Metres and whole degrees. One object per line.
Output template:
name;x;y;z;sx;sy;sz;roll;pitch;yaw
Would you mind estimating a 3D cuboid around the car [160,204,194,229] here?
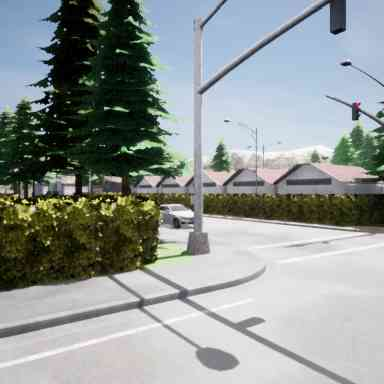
car;-1.185;1.542;22.236;1.812;1.442;4.674;0;0;-36
